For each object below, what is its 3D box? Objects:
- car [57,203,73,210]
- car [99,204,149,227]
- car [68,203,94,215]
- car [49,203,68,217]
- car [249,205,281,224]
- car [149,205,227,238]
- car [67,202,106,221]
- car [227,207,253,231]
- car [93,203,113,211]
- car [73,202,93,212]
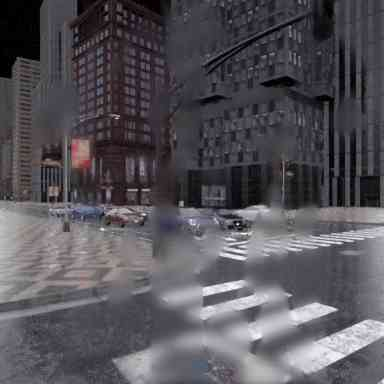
[{"bbox_3d":[-24.986,2.851,65.388,1.895,1.301,4.718,0,-1,-36],"label":"car"},{"bbox_3d":[-5.534,1.976,26.808,1.812,1.442,4.674,0,-1,-36],"label":"car"},{"bbox_3d":[-15.589,2.353,46.477,2.128,1.511,4.902,0,-1,-35],"label":"car"},{"bbox_3d":[-16.697,2.417,42.417,1.895,1.301,4.718,0,-1,-35],"label":"car"},{"bbox_3d":[5.476,1.864,28.478,1.812,1.442,4.674,0,-1,-35],"label":"car"},{"bbox_3d":[-0.383,1.636,19.594,2.097,1.767,4.553,0,-1,-35],"label":"car"},{"bbox_3d":[-10.928,2.103,34.326,1.882,1.535,5.008,0,-1,-36],"label":"car"},{"bbox_3d":[1.691,1.861,22.312,1.994,1.385,4.181,0,-1,-36],"label":"car"},{"bbox_3d":[-15.531,2.626,57.790,1.895,1.301,4.718,0,-1,-36],"label":"car"},{"bbox_3d":[-18.586,2.549,56.472,1.837,1.490,4.892,0,-1,-36],"label":"car"}]
